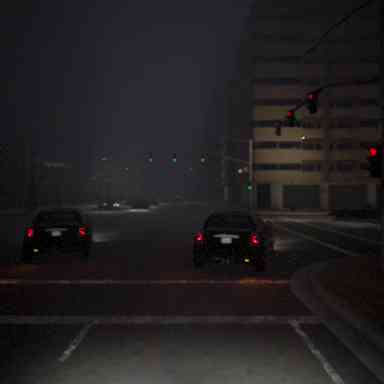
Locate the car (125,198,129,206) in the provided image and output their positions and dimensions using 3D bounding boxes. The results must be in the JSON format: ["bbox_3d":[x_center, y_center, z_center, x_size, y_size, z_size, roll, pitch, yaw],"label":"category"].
[{"bbox_3d":[-10.532,1.623,59.170,1.882,1.535,5.008,0,0,1],"label":"car"}]

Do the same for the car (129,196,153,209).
[{"bbox_3d":[-7.074,1.678,46.177,1.994,1.385,4.181,0,0,0],"label":"car"}]

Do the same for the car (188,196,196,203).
[{"bbox_3d":[0.004,1.736,75.182,1.994,1.385,4.181,0,0,0],"label":"car"}]

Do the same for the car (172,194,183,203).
[{"bbox_3d":[-3.496,1.705,73.801,2.128,1.511,4.902,0,0,0],"label":"car"}]

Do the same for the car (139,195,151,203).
[{"bbox_3d":[-10.496,1.532,74.061,2.097,1.767,4.553,0,0,0],"label":"car"}]

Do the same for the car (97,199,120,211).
[{"bbox_3d":[-10.587,1.652,42.697,2.033,1.411,5.357,0,0,0],"label":"car"}]

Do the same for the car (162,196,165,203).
[{"bbox_3d":[-6.996,1.705,73.949,2.128,1.511,4.902,0,0,0],"label":"car"}]

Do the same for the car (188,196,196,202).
[{"bbox_3d":[0.004,1.664,83.481,1.994,1.385,4.181,0,0,0],"label":"car"}]

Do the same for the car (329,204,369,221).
[{"bbox_3d":[13.901,1.668,27.416,4.718,1.301,1.895,0,0,-1],"label":"car"}]

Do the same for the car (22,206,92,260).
[{"bbox_3d":[-5.004,1.383,12.864,2.097,1.767,4.553,0,0,-16],"label":"car"}]

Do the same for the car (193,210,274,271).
[{"bbox_3d":[1.571,1.380,11.339,2.097,1.767,4.553,0,0,17],"label":"car"}]

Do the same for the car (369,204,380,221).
[{"bbox_3d":[15.792,1.412,23.933,4.553,1.767,2.097,0,0,0],"label":"car"}]

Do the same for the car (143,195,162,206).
[{"bbox_3d":[-7.040,1.636,58.632,2.128,1.511,4.902,0,0,1],"label":"car"}]
